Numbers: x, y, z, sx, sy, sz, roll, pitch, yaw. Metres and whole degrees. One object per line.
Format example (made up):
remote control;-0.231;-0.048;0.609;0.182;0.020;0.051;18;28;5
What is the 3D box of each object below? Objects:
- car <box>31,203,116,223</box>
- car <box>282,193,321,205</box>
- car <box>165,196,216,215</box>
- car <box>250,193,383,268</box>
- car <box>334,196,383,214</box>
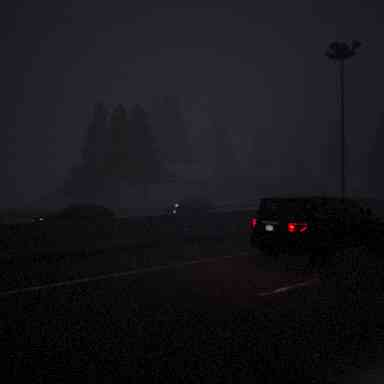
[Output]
car;-7.141;1.442;20.381;4.892;1.490;1.837;-1;1;-35
car;13.727;0.874;41.747;4.674;1.442;1.812;-1;0;-25
car;-0.180;1.174;29.506;4.553;1.767;2.097;-1;1;-34
car;4.431;1.116;11.206;5.566;2.045;2.150;0;0;-36
car;15.687;1.188;30.997;4.892;1.490;1.837;0;0;-27
